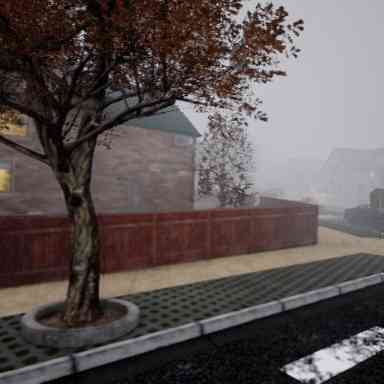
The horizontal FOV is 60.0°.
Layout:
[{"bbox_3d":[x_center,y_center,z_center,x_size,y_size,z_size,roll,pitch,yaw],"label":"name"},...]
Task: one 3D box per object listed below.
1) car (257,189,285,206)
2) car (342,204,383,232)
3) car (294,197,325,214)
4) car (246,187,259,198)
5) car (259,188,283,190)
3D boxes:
[{"bbox_3d":[9.816,0.842,40.687,1.882,1.535,5.008,2,1,-3],"label":"car"},{"bbox_3d":[11.011,1.451,19.681,2.033,1.411,5.357,2,1,-4],"label":"car"},{"bbox_3d":[10.408,1.192,30.220,1.994,1.385,4.181,2,1,-3],"label":"car"},{"bbox_3d":[11.499,0.171,62.815,2.150,2.045,5.566,2,1,-4],"label":"car"},{"bbox_3d":[12.240,0.470,49.869,2.150,2.045,5.566,2,2,-3],"label":"car"}]
